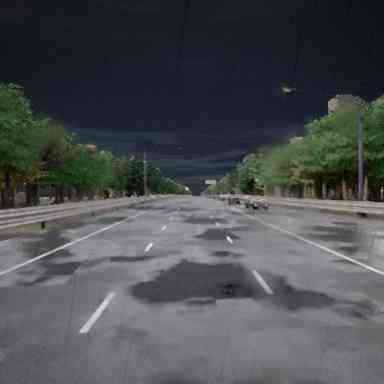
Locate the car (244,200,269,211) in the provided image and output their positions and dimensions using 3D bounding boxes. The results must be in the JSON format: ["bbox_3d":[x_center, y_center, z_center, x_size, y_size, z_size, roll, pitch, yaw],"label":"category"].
[{"bbox_3d":[7.534,1.545,39.420,1.895,1.301,4.718,0,0,-5],"label":"car"}]

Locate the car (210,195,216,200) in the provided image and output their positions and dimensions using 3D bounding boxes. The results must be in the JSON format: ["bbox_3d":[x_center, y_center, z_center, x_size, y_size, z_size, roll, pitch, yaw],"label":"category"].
[{"bbox_3d":[7.136,1.478,93.917,2.128,1.511,4.902,0,0,0],"label":"car"}]

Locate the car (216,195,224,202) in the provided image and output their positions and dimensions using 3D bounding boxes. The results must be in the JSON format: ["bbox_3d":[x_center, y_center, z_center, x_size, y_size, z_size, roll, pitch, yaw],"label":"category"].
[{"bbox_3d":[7.061,1.488,75.006,1.895,1.301,4.718,0,0,0],"label":"car"}]

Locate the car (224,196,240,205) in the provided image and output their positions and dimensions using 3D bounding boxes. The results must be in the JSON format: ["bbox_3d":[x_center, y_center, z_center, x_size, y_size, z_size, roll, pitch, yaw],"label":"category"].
[{"bbox_3d":[7.006,1.401,56.498,1.837,1.490,4.892,0,0,0],"label":"car"}]
